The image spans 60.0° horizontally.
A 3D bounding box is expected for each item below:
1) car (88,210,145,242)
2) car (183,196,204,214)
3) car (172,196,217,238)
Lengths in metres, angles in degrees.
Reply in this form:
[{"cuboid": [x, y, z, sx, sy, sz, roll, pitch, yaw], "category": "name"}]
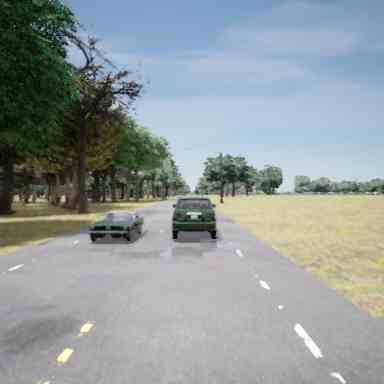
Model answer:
[{"cuboid": [-3.587, 1.610, 16.474, 1.895, 1.301, 4.718, 0, 0, 0], "category": "car"}, {"cuboid": [0.122, 1.380, 35.949, 2.097, 1.767, 4.553, 0, 0, 0], "category": "car"}, {"cuboid": [0.124, 1.232, 17.757, 2.150, 2.045, 5.566, 0, 0, 0], "category": "car"}]
